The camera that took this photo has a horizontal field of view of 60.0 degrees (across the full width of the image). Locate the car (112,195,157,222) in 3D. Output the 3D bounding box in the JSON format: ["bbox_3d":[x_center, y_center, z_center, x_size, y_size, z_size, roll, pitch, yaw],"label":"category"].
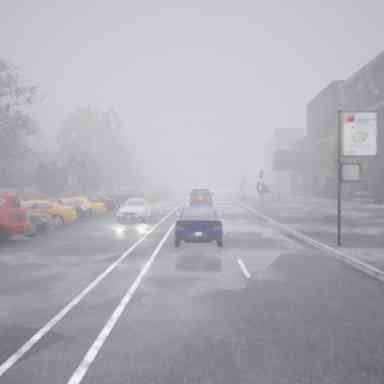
[{"bbox_3d":[-3.831,1.187,22.864,1.812,1.442,4.674,0,1,2],"label":"car"}]

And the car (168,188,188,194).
[{"bbox_3d":[-3.818,-0.342,89.973,5.008,1.535,2.097,-1,1,-13],"label":"car"}]

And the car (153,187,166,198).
[{"bbox_3d":[-7.371,0.400,54.556,4.892,1.521,2.231,-1,1,-16],"label":"car"}]

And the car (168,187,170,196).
[{"bbox_3d":[-6.893,0.309,60.478,4.674,1.452,2.002,-1,1,-15],"label":"car"}]

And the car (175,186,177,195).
[{"bbox_3d":[-6.093,0.121,69.350,4.674,1.452,2.002,-1,1,-15],"label":"car"}]

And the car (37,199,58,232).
[{"bbox_3d":[-9.285,1.312,15.990,4.892,1.521,2.231,-1,1,-19],"label":"car"}]

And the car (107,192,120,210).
[{"bbox_3d":[-8.891,1.028,27.862,5.008,1.535,2.097,-1,2,-18],"label":"car"}]

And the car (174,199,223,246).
[{"bbox_3d":[0.292,1.326,14.607,1.882,1.535,5.008,0,1,1],"label":"car"}]

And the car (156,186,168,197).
[{"bbox_3d":[-7.101,0.207,57.515,4.553,1.767,2.185,-1,2,-16],"label":"car"}]

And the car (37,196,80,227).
[{"bbox_3d":[-9.195,1.245,18.958,5.008,1.535,2.097,-1,2,-19],"label":"car"}]

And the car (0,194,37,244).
[{"bbox_3d":[-9.372,1.116,12.996,5.566,2.045,2.435,-1,1,-19],"label":"car"}]

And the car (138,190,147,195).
[{"bbox_3d":[-8.342,0.741,39.736,5.008,1.535,2.097,-1,1,-17],"label":"car"}]

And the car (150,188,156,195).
[{"bbox_3d":[-7.974,0.601,45.660,5.008,1.535,2.097,-1,2,-17],"label":"car"}]

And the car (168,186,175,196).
[{"bbox_3d":[-6.667,-0.045,63.417,5.566,2.045,2.435,-1,1,-15],"label":"car"}]

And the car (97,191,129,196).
[{"bbox_3d":[-8.783,0.956,30.837,5.008,1.535,2.097,-1,1,-18],"label":"car"}]

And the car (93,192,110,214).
[{"bbox_3d":[-9.187,1.102,24.837,5.366,1.575,1.946,-1,2,-18],"label":"car"}]

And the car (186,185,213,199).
[{"bbox_3d":[0.919,0.632,32.965,2.150,2.045,5.566,0,1,3],"label":"car"}]

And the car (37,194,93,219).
[{"bbox_3d":[-9.142,1.049,21.920,4.553,1.767,2.185,-1,1,-18],"label":"car"}]

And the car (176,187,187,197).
[{"bbox_3d":[-1.303,0.211,63.543,1.837,1.490,4.892,0,1,5],"label":"car"}]

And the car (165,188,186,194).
[{"bbox_3d":[-4.367,-0.278,86.984,5.366,1.575,1.946,-1,1,-13],"label":"car"}]

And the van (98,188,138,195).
[{"bbox_3d":[-8.607,0.589,36.720,4.442,1.987,1.878,-1,2,-17],"label":"van"}]

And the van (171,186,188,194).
[{"bbox_3d":[-3.568,-0.629,92.886,4.442,1.987,1.878,-1,1,-13],"label":"van"}]

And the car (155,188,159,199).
[{"bbox_3d":[-7.756,0.562,48.636,4.792,1.488,2.163,-1,1,-16],"label":"car"}]

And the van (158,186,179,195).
[{"bbox_3d":[-5.392,-0.269,75.287,4.442,1.987,1.878,-1,1,-14],"label":"van"}]

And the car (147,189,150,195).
[{"bbox_3d":[-8.132,0.544,42.698,4.553,1.767,2.185,-1,2,-17],"label":"car"}]
